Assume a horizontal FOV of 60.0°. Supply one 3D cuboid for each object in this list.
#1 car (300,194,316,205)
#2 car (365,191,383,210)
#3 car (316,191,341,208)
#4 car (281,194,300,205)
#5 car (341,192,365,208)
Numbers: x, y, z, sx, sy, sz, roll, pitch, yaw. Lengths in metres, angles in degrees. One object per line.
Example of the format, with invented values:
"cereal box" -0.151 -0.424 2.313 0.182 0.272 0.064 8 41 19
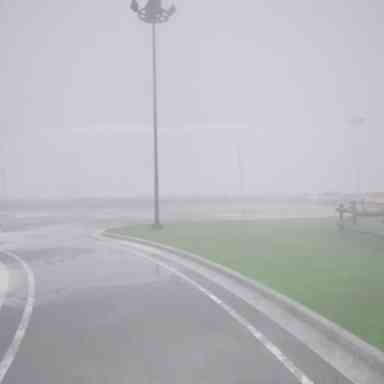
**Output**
"car" 15.542 0.689 38.779 4.553 1.767 2.097 -1 1 -14
"car" 17.843 0.894 28.538 5.008 1.535 1.882 -1 1 -14
"car" 16.166 0.845 35.331 5.008 1.535 1.882 -1 1 -14
"car" 13.631 0.934 41.910 4.718 1.301 1.895 -1 1 -14
"car" 17.270 0.739 32.000 4.553 1.767 2.097 -1 1 -14
